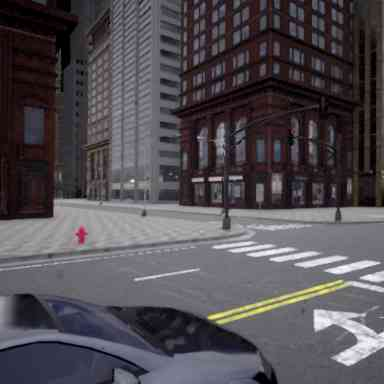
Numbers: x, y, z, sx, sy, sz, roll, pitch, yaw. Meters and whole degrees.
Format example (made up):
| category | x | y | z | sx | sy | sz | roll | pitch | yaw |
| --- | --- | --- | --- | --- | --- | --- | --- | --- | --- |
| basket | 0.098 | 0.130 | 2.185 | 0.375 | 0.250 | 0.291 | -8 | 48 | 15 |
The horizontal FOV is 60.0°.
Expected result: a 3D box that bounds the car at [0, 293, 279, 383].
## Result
| category | x | y | z | sx | sy | sz | roll | pitch | yaw |
| --- | --- | --- | --- | --- | --- | --- | --- | --- | --- |
| car | -1.243 | 1.564 | 2.552 | 4.181 | 1.385 | 1.994 | 0 | 0 | -36 |
